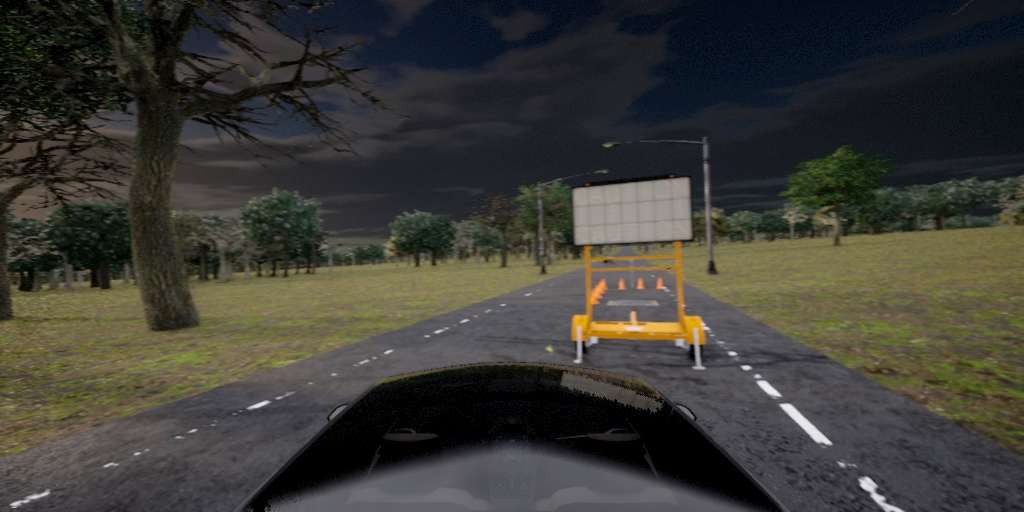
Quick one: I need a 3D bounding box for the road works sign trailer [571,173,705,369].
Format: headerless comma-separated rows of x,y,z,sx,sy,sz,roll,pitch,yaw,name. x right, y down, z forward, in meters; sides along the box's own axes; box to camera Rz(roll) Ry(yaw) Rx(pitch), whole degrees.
2.639,0.151,7.692,2.380,3.560,2.880,0,0,18,road works sign trailer
